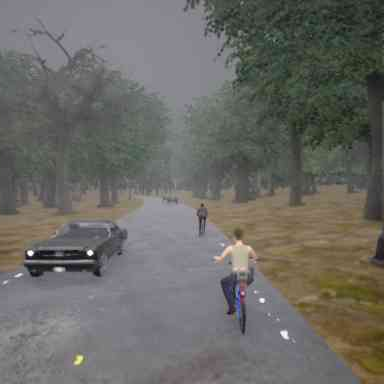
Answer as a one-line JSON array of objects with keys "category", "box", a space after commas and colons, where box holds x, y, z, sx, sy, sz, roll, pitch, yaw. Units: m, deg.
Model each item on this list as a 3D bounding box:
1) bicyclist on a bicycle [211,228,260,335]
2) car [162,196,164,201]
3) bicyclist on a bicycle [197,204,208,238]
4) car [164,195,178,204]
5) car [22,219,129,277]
[{"category": "bicyclist on a bicycle", "box": [0.778, 1.415, 5.699, 0.866, 1.612, 1.509, 0, 0, -1]}, {"category": "car", "box": [-5.591, 1.295, 73.723, 1.812, 1.442, 4.674, 0, 0, -9]}, {"category": "bicyclist on a bicycle", "box": [0.509, 1.394, 16.292, 0.582, 1.620, 1.656, 0, 0, -2]}, {"category": "car", "box": [-3.525, 1.313, 58.950, 1.837, 1.490, 4.892, 0, 0, -6]}, {"category": "car", "box": [-3.253, 1.561, 10.239, 1.895, 1.301, 4.718, 0, 0, -1]}]
